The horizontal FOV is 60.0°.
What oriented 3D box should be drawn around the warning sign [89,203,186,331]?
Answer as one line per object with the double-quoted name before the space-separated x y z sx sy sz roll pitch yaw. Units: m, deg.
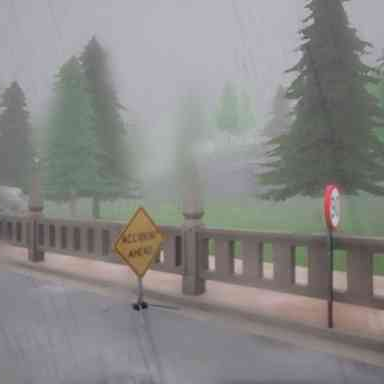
"warning sign" -0.917 1.154 5.813 1.060 1.860 1.300 -1 0 35
